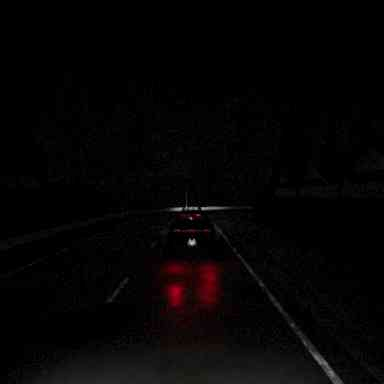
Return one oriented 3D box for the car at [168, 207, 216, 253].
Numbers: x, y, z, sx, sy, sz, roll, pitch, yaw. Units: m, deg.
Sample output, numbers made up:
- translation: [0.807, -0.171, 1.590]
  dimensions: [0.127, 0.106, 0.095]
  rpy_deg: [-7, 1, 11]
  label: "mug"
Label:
- translation: [0.005, 1.627, 14.301]
  dimensions: [2.128, 1.511, 4.902]
  rpy_deg: [0, 0, 0]
  label: "car"
